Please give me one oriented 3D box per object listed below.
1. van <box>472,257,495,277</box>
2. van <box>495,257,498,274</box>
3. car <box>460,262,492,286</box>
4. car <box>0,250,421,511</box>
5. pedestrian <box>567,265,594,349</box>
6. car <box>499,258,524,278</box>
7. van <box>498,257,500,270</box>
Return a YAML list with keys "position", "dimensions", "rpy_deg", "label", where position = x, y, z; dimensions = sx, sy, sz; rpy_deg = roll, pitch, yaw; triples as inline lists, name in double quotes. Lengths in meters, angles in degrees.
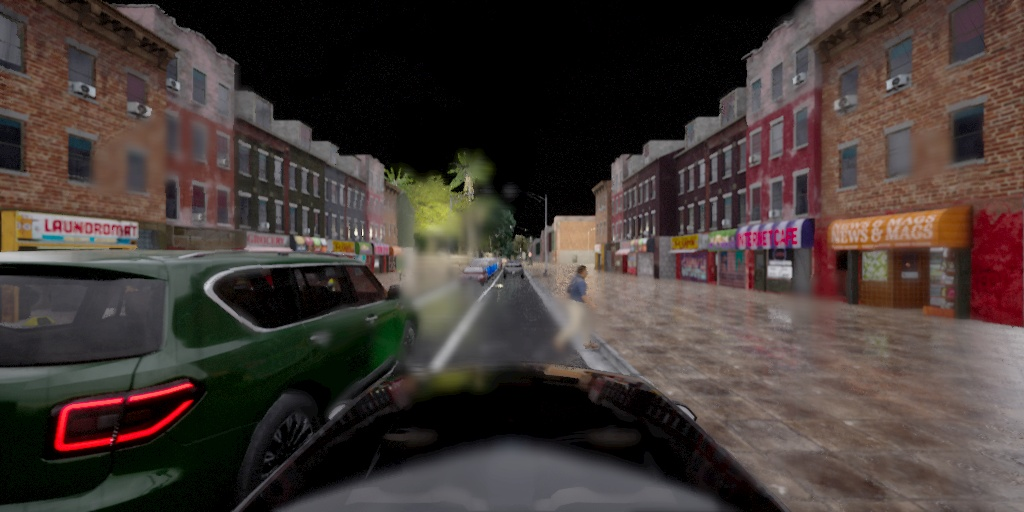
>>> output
- position: [-2.591, 1.101, 30.681]
  dimensions: [1.690, 1.789, 3.998]
  rpy_deg: [0, 0, 0]
  label: "van"
- position: [-2.581, 1.108, 36.146]
  dimensions: [1.690, 1.789, 3.998]
  rpy_deg: [0, 0, 0]
  label: "van"
- position: [-2.600, 1.336, 25.217]
  dimensions: [1.802, 1.307, 4.207]
  rpy_deg: [0, 0, 0]
  label: "car"
- position: [-2.747, 0.973, 4.279]
  dimensions: [2.150, 2.045, 5.566]
  rpy_deg: [0, 0, 0]
  label: "car"
- position: [1.430, 1.041, 7.524]
  dimensions: [0.375, 1.860, 0.375]
  rpy_deg: [0, 0, 0]
  label: "pedestrian"
- position: [0.150, 1.256, 33.943]
  dimensions: [2.128, 1.511, 4.902]
  rpy_deg: [0, 0, 0]
  label: "car"
- position: [-2.572, 1.115, 41.610]
  dimensions: [1.690, 1.789, 3.998]
  rpy_deg: [0, 0, 0]
  label: "van"
